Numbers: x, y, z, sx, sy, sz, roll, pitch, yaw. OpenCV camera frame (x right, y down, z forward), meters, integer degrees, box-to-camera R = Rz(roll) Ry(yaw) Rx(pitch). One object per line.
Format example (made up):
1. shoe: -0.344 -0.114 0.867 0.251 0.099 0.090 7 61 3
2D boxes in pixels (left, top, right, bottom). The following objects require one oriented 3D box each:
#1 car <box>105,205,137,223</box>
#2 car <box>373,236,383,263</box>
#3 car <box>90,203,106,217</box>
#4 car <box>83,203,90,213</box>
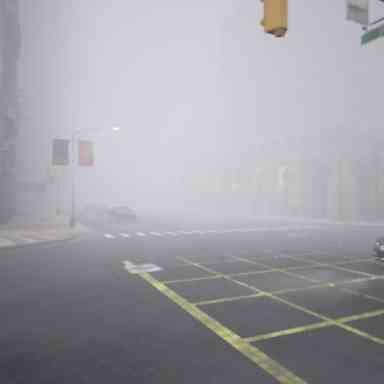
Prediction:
1. car: -6.895 2.169 32.858 1.882 1.535 5.008 1 -1 -25
2. car: 8.511 1.765 11.626 4.902 1.511 2.128 1 -1 -25
3. car: -11.553 2.378 43.003 1.882 1.535 5.008 1 -1 -25
4. car: -16.715 2.625 54.469 2.128 1.511 4.902 1 -1 -24
